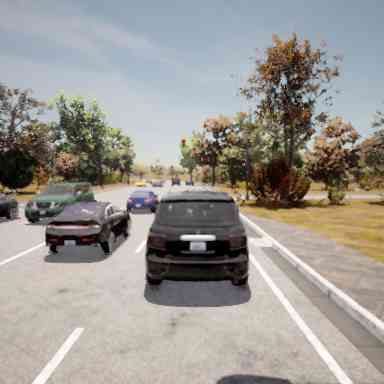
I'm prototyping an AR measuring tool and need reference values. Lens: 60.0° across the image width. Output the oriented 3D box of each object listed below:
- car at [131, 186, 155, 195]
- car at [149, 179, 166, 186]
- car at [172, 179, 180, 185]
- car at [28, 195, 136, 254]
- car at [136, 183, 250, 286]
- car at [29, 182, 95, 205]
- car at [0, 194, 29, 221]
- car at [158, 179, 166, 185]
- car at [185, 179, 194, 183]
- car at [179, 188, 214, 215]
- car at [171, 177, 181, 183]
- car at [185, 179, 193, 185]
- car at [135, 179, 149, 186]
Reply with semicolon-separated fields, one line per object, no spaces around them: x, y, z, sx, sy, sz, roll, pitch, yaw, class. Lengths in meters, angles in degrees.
-3.355;0.573;23.040;1.812;1.442;4.674;0;3;0;car
-7.063;-1.582;68.457;1.994;1.385;4.181;0;3;-1;car
-4.365;-2.794;91.170;2.128;1.511;4.902;0;3;-3;car
-3.378;1.086;11.630;2.128;1.511;4.902;0;3;0;car
0.111;0.952;8.807;2.150;2.045;5.566;0;3;0;car
-7.038;0.490;18.451;2.150;2.045;5.566;0;3;0;car
-10.548;0.849;16.571;2.128;1.511;4.902;0;3;0;car
-7.551;-2.629;84.819;1.812;1.442;4.674;0;3;-2;car
-0.398;-2.225;81.196;1.812;1.442;4.674;0;3;-2;car
0.181;0.533;23.161;2.128;1.511;4.902;0;3;-3;car
-3.886;-2.513;80.745;2.150;2.045;5.566;0;3;-2;car
-0.870;-2.777;91.364;1.994;1.385;4.181;0;3;-3;car
-10.562;-1.651;68.312;1.882;1.535;5.008;0;3;-1;car
